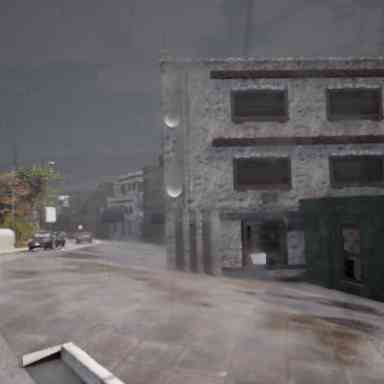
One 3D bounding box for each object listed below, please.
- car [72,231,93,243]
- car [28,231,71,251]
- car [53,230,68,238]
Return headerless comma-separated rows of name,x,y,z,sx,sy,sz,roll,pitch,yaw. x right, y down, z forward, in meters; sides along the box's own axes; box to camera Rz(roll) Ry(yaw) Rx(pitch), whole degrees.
car,-14.606,6.117,45.100,2.128,1.511,4.902,-1,-7,-15
car,-11.665,3.965,27.004,1.812,1.442,4.674,-1,-7,-4
car,-28.232,9.089,71.426,1.994,1.385,4.181,0,-4,-36
